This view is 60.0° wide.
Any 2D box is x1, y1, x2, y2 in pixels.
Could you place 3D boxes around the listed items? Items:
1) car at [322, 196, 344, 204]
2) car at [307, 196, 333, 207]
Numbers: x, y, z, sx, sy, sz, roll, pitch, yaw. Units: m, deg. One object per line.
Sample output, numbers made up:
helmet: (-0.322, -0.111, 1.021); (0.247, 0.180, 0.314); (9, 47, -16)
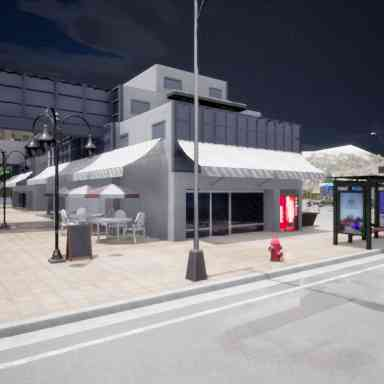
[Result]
car: (28.398, 1.489, 66.886); (4.514, 1.523, 2.007); (0, 0, -36)
car: (19.116, 1.345, 48.773); (5.027, 1.636, 2.152); (0, 0, -36)
